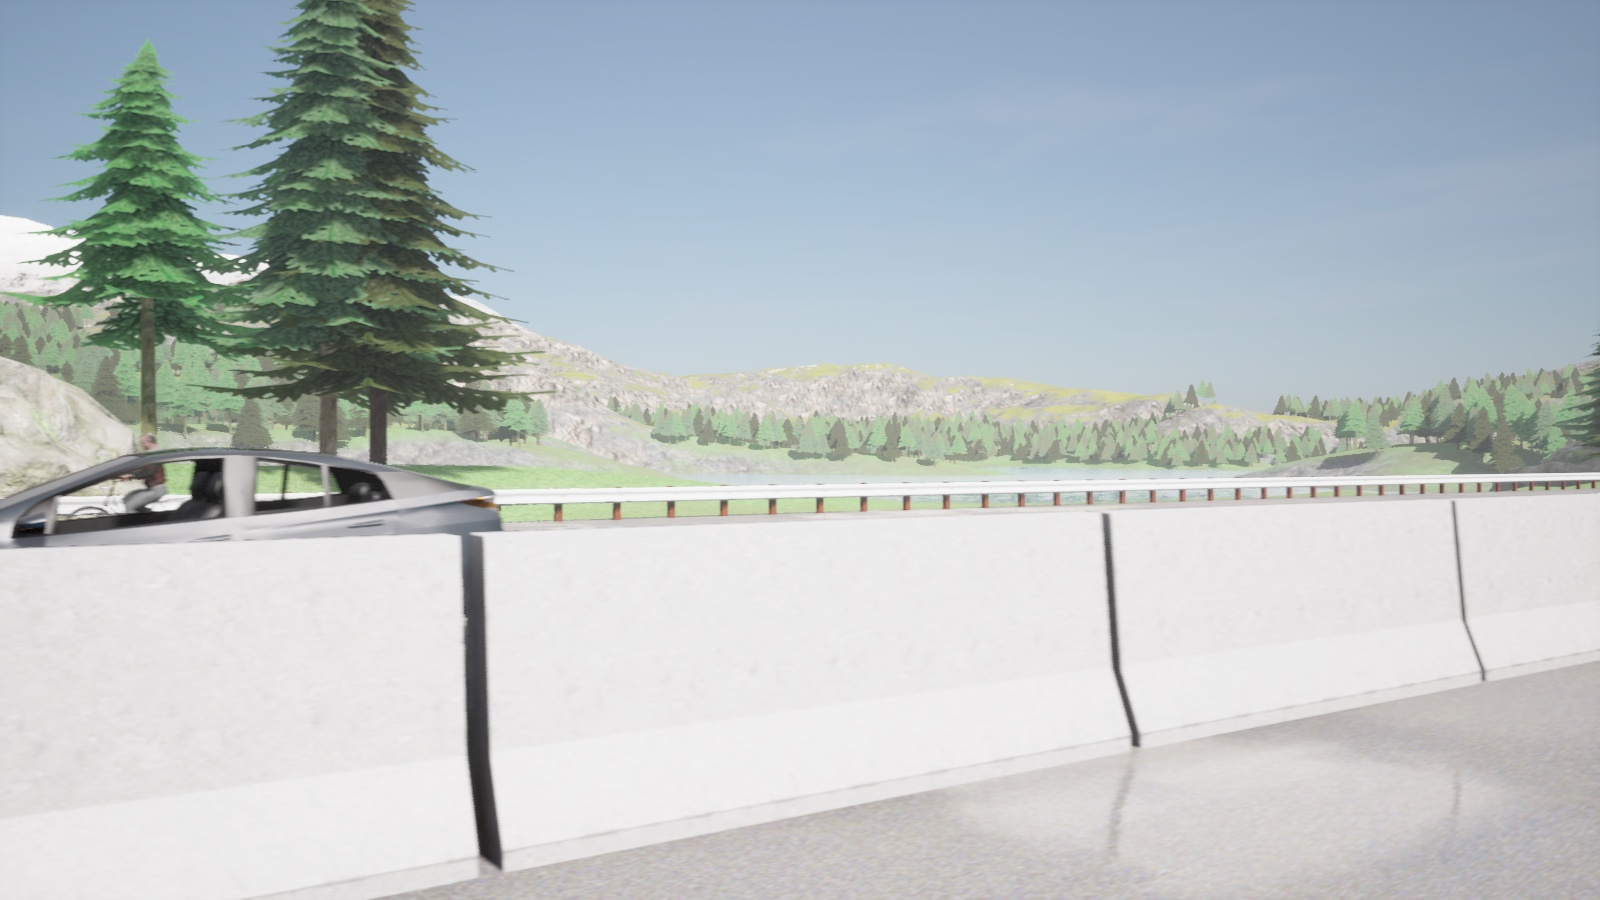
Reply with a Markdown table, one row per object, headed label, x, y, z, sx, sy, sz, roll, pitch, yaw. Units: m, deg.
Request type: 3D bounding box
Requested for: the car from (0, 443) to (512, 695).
| label | x | y | z | sx | sy | sz | roll | pitch | yaw |
| --- | --- | --- | --- | --- | --- | --- | --- | --- | --- |
| car | -4.592 | 0.723 | 8.991 | 4.514 | 1.525 | 2.007 | 0 | 0 | -35 |
